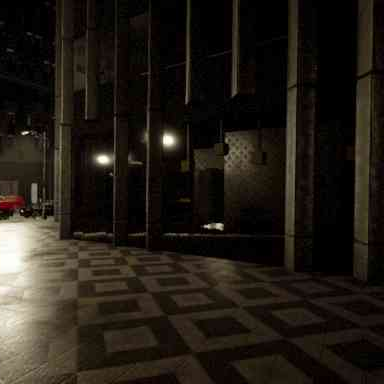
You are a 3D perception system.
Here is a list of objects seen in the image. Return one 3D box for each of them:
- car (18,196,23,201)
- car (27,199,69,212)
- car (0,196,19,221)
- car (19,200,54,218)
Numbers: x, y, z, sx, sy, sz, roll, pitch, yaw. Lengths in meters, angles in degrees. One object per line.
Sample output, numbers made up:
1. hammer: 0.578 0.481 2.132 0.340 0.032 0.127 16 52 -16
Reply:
1. car: -20.818 1.353 36.142 2.192 1.841 5.009 1 0 35
2. car: -17.566 1.633 40.752 1.947 1.339 4.313 1 0 35
3. car: -17.116 1.463 26.607 2.192 1.841 5.009 1 0 35
4. car: -13.864 1.742 31.218 1.947 1.339 4.313 1 0 35
